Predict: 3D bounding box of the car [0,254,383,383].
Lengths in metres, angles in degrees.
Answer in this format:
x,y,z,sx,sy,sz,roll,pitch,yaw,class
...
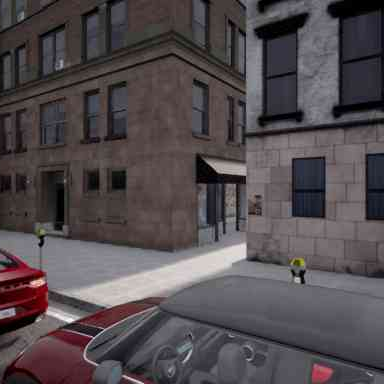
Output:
x,y,z,sx,sy,sz,roll,pitch,yaw,class
0.269,1.440,2.614,4.097,1.590,1.967,0,0,35,car

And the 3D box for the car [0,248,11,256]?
x,y,z,sx,sy,sz,roll,pitch,yaw,class
-4.380,1.545,5.882,4.507,1.381,1.887,0,0,35,car
